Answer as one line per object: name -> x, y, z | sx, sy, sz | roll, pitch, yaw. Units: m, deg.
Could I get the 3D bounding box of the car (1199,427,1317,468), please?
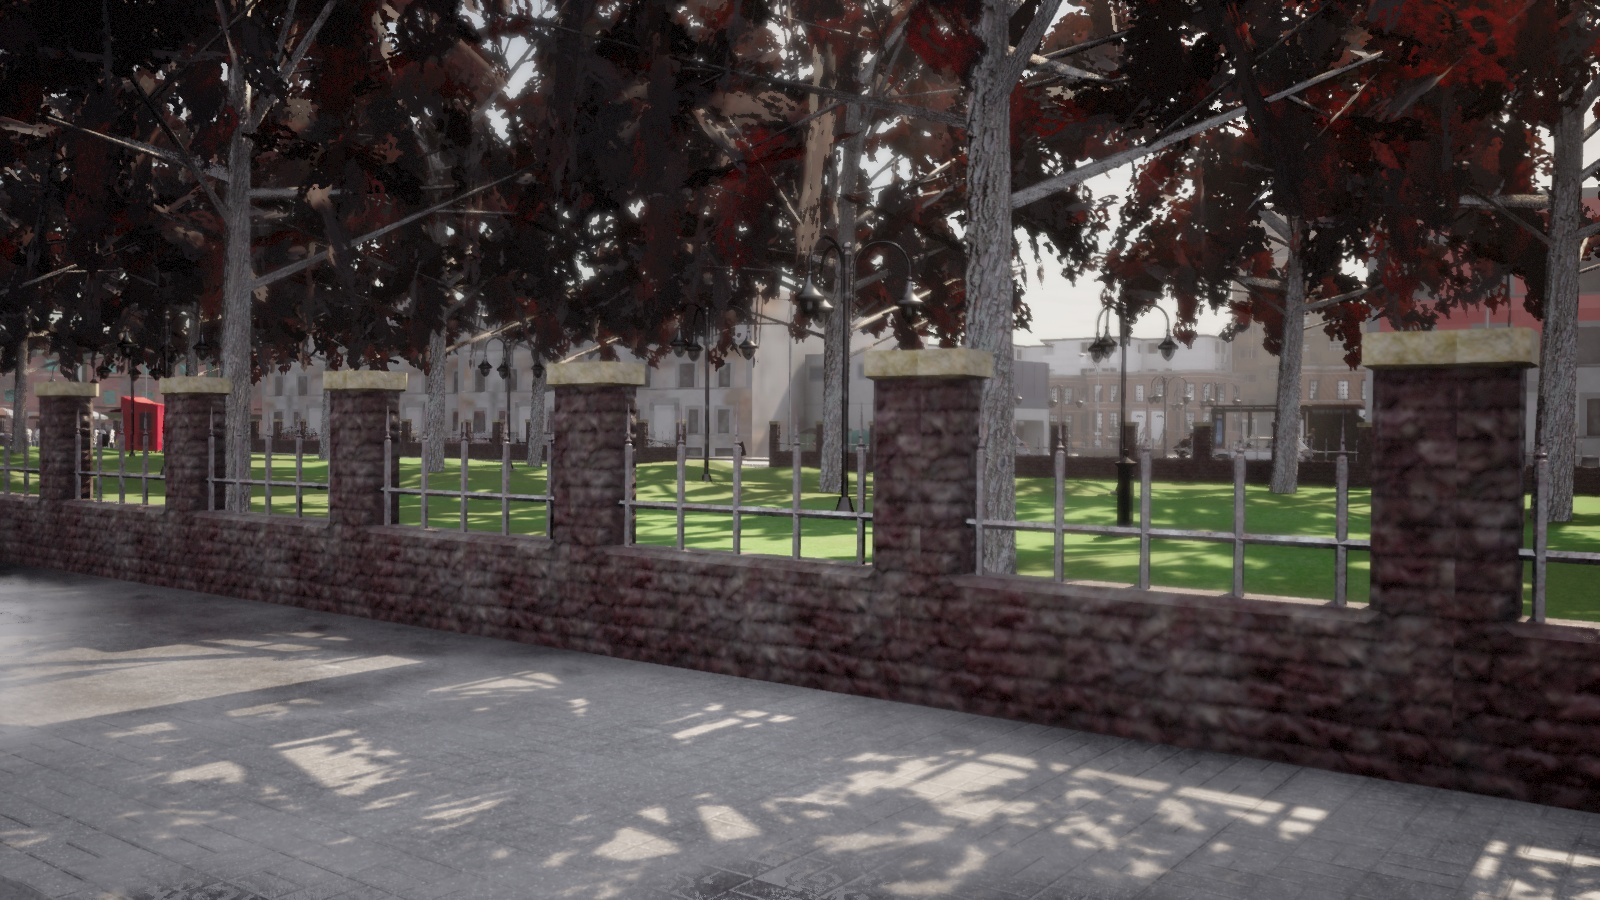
car -> 17.397, -0.112, 47.711 | 3.806, 1.475, 1.970 | 0, 1, 36

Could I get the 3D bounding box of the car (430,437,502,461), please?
car -> -20.032, -0.051, 75.295 | 4.181, 1.385, 1.994 | 0, 1, 36

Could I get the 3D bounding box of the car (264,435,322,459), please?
car -> -34.839, -0.232, 86.185 | 3.988, 1.617, 1.851 | 0, 1, 36
